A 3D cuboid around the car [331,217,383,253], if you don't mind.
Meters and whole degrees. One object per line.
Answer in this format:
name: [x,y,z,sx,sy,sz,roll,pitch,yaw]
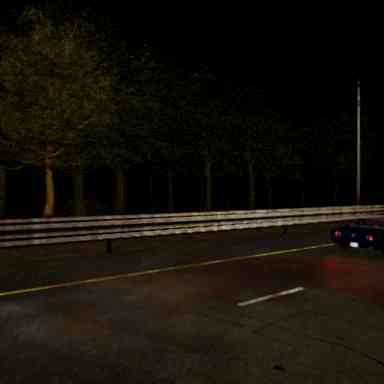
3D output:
car: [7.827,1.676,13.620,4.718,1.301,1.895,0,0,-35]
